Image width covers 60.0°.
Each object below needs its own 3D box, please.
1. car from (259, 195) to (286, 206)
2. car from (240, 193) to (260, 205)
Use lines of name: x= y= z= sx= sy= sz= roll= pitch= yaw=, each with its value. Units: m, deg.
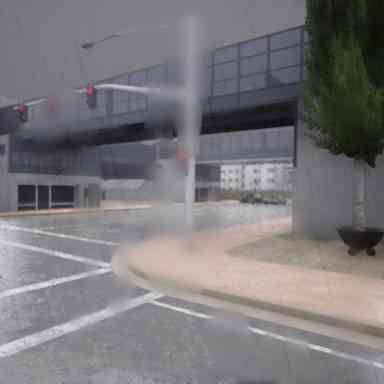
car: x=12.200 y=1.299 z=49.015 sx=1.895 sy=1.301 sz=4.718 roll=1 pitch=1 yaw=37
car: x=9.074 y=0.992 z=50.668 sx=2.097 sy=1.767 sz=4.553 roll=1 pitch=1 yaw=36
